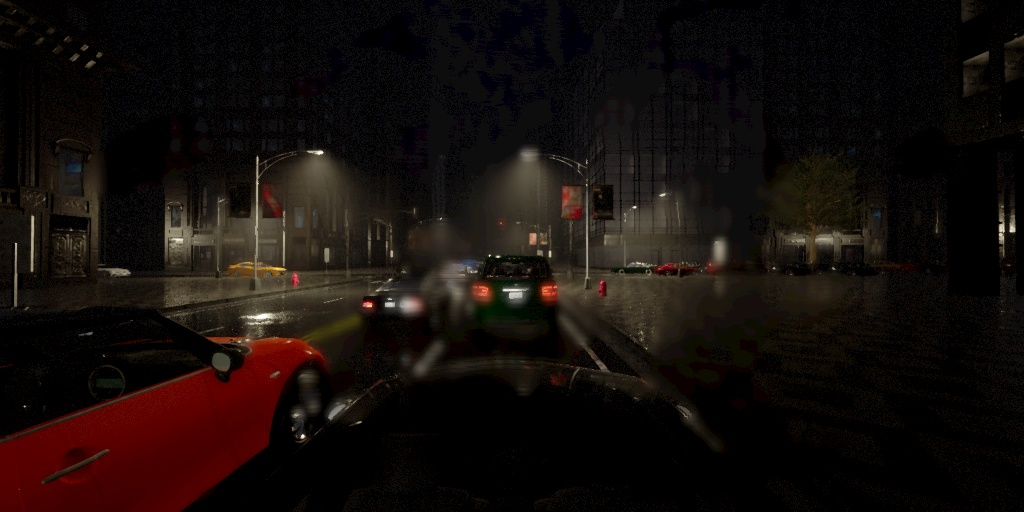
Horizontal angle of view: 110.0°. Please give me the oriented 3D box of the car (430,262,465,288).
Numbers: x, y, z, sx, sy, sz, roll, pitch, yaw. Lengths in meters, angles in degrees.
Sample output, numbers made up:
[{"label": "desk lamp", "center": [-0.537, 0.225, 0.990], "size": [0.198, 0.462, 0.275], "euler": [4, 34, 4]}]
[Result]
[{"label": "car", "center": [-3.123, 1.280, 21.462], "size": [2.128, 1.511, 4.902], "euler": [0, 0, 0]}]

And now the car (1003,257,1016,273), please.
[{"label": "car", "center": [49.195, 0.972, 33.814], "size": [5.009, 1.841, 2.192], "euler": [0, 0, -1]}]

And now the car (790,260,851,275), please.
[{"label": "car", "center": [33.765, 1.250, 39.362], "size": [4.902, 1.511, 2.128], "euler": [0, -1, -1]}]

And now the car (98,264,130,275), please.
[{"label": "car", "center": [-40.671, 1.535, 35.480], "size": [4.674, 1.442, 1.812], "euler": [0, -1, 0]}]

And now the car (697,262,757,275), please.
[{"label": "car", "center": [23.460, 1.335, 39.235], "size": [5.357, 1.411, 2.033], "euler": [0, -1, -1]}]

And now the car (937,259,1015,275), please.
[{"label": "car", "center": [43.556, 1.213, 33.735], "size": [4.507, 1.381, 1.888], "euler": [0, 0, -1]}]

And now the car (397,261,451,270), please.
[{"label": "car", "center": [-8.912, 1.359, 35.493], "size": [4.892, 1.490, 1.837], "euler": [0, 0, -1]}]

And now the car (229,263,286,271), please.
[{"label": "car", "center": [-25.071, 1.416, 35.439], "size": [5.008, 1.535, 1.882], "euler": [0, -1, 0]}]

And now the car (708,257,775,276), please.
[{"label": "car", "center": [21.005, 1.041, 33.421], "size": [5.009, 1.841, 2.192], "euler": [0, 0, -1]}]

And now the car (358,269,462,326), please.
[{"label": "car", "center": [-3.121, 1.307, 11.725], "size": [2.033, 1.411, 5.357], "euler": [0, 0, 0]}]

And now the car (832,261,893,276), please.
[{"label": "car", "center": [32.280, 1.259, 33.578], "size": [4.313, 1.339, 1.948], "euler": [0, 0, -1]}]

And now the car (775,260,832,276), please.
[{"label": "car", "center": [26.642, 1.275, 33.499], "size": [4.313, 1.339, 1.948], "euler": [0, 0, -1]}]

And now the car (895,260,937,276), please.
[{"label": "car", "center": [42.567, 1.179, 36.352], "size": [5.008, 1.535, 1.882], "euler": [0, -1, 0]}]

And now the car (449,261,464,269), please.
[{"label": "car", "center": [-9.718, 1.571, 63.188], "size": [1.812, 1.442, 4.674], "euler": [0, 0, 1]}]

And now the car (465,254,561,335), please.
[{"label": "car", "center": [0.114, 0.979, 10.641], "size": [2.150, 2.045, 5.566], "euler": [0, 0, 0]}]

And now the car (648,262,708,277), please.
[{"label": "car", "center": [15.366, 1.327, 33.342], "size": [4.207, 1.307, 1.802], "euler": [0, 0, -1]}]

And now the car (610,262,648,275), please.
[{"label": "car", "center": [13.210, 1.422, 39.088], "size": [4.718, 1.301, 1.895], "euler": [0, -1, 0]}]

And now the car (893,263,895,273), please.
[{"label": "car", "center": [43.273, 1.295, 42.256], "size": [4.829, 1.417, 1.751], "euler": [0, 0, -1]}]

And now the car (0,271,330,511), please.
[{"label": "car", "center": [-3.146, 1.102, 2.313], "size": [2.097, 1.767, 4.553], "euler": [0, 0, 0]}]
